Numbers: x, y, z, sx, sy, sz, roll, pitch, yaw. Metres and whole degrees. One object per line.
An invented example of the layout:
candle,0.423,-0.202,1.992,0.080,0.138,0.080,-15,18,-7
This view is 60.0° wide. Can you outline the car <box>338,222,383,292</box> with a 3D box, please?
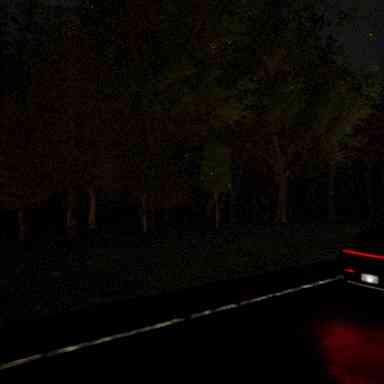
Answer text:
car,5.309,1.435,7.649,4.892,1.490,1.837,2,-1,-36
